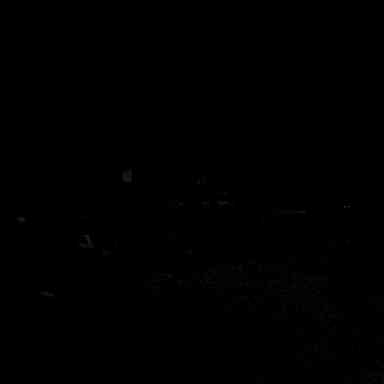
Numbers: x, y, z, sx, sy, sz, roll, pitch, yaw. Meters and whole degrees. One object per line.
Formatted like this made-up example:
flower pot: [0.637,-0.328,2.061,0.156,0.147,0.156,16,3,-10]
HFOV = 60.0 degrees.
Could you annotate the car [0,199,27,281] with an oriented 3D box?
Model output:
car: [-6.824,1.237,8.190,5.566,2.045,2.435,-1,-1,35]

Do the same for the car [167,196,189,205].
car: [-2.449,1.505,57.578,1.994,1.385,4.181,0,0,-34]

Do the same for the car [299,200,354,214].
car: [13.630,1.482,33.960,2.033,1.411,5.357,0,0,-35]

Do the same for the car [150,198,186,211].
car: [-2.902,1.479,41.360,2.002,1.452,4.674,-1,0,36]

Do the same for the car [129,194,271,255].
car: [0.351,1.217,13.359,5.566,2.045,2.435,-1,0,35]

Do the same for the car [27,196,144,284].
car: [-4.414,1.230,9.907,5.566,2.045,2.435,-1,-1,35]

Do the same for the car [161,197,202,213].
car: [-1.105,1.433,39.024,1.946,1.575,5.366,-1,0,36]

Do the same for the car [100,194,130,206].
car: [-12.937,1.319,56.332,2.185,1.767,4.553,0,1,36]

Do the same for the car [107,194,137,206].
car: [-11.264,1.317,53.841,2.185,1.767,4.553,0,1,36]

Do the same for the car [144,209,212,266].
car: [-2.000,1.504,11.633,4.792,1.488,2.163,-1,-1,34]
